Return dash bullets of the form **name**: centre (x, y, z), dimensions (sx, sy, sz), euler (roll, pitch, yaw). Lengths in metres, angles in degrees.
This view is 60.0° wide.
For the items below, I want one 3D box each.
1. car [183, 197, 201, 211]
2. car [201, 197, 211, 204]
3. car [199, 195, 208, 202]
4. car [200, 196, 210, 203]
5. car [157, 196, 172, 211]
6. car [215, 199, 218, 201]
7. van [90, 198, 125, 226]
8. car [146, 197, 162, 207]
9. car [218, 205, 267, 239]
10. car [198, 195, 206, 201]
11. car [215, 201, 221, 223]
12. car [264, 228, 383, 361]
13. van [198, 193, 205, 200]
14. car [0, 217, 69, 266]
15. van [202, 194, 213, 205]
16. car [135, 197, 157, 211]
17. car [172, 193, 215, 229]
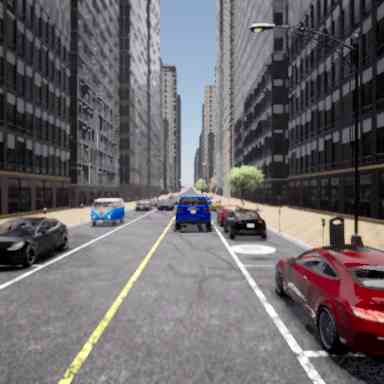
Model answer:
- **car**: centre (0.047, 1.478, 41.693), dimensions (2.128, 1.511, 4.902), euler (0, 0, 0)
- **car**: centre (2.608, 1.538, 62.793), dimensions (1.802, 1.307, 4.206), euler (0, 0, 0)
- **car**: centre (2.593, 1.460, 74.357), dimensions (1.752, 1.417, 4.829), euler (0, 0, 0)
- **car**: centre (2.601, 1.528, 68.490), dimensions (1.802, 1.307, 4.206), euler (0, 0, 0)
- **car**: centre (-3.148, 1.535, 40.473), dimensions (2.033, 1.411, 5.357), euler (0, 0, 0)
- **car**: centre (2.637, 1.512, 40.173), dimensions (1.752, 1.417, 4.829), euler (0, 0, 0)
- **van**: centre (-5.722, 1.339, 22.902), dimensions (1.690, 1.788, 3.998), euler (0, 0, 0)
- **car**: centre (-5.758, 1.525, 51.388), dimensions (2.008, 1.369, 4.403), euler (0, 0, 0)
- **car**: centre (2.666, 1.565, 17.214), dimensions (1.947, 1.339, 4.313), euler (0, 0, 0)
- **car**: centre (2.579, 1.464, 85.582), dimensions (2.008, 1.369, 4.403), euler (0, 0, 0)
- **car**: centre (2.659, 1.542, 22.912), dimensions (1.887, 1.381, 4.507), euler (0, 0, 0)
- **car**: centre (2.680, 1.583, 5.820), dimensions (1.802, 1.307, 4.206), euler (0, 0, 0)
- **van**: centre (2.572, 1.240, 91.280), dimensions (1.690, 1.788, 3.998), euler (0, 0, 0)
- **car**: centre (-5.707, 1.566, 11.507), dimensions (1.947, 1.339, 4.313), euler (0, 0, 0)
- **van**: centre (2.615, 1.307, 57.095), dimensions (1.690, 1.788, 3.998), euler (0, 0, 0)
- **car**: centre (-5.744, 1.538, 39.993), dimensions (2.008, 1.369, 4.403), euler (0, 0, 0)
- **car**: centre (0.071, 1.220, 21.563), dimensions (2.150, 2.045, 5.566), euler (0, 0, 0)
